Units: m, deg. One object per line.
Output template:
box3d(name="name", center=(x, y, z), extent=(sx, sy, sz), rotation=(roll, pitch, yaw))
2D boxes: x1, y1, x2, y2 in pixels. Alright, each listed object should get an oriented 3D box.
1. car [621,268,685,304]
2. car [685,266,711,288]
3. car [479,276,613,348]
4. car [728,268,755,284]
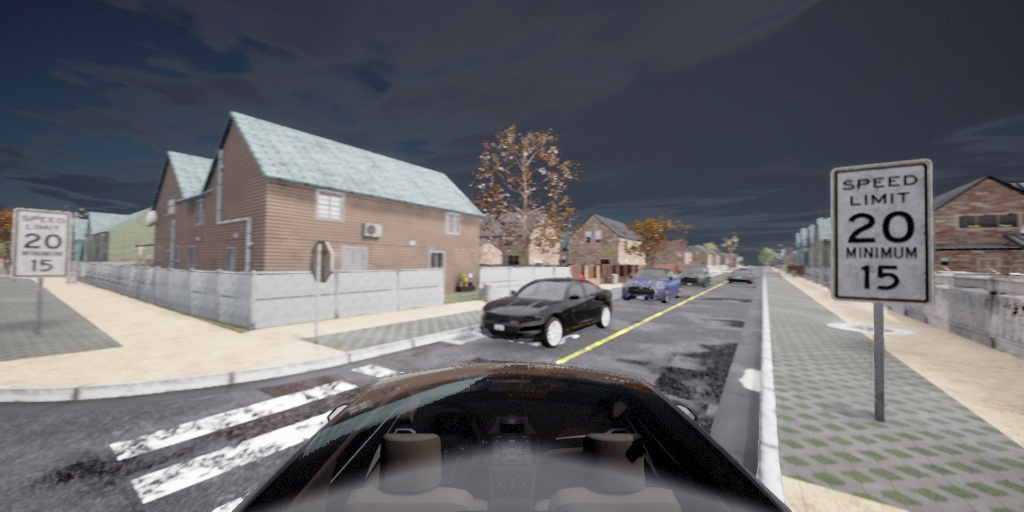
box3d(name="car", center=(7.338, 1.411, 18.709), extent=(2.097, 1.767, 4.553), rotation=(0, -1, 35))
box3d(name="car", center=(15.111, 1.647, 29.749), extent=(2.097, 1.767, 4.553), rotation=(0, -1, 35))
box3d(name="car", center=(1.177, 1.351, 9.958), extent=(1.882, 1.535, 5.008), rotation=(0, -1, 36))
box3d(name="car", center=(22.474, 2.009, 35.217), extent=(1.994, 1.385, 4.181), rotation=(0, -1, 36))
